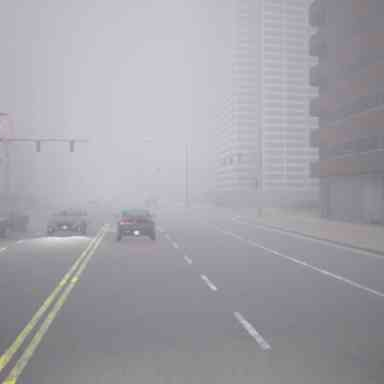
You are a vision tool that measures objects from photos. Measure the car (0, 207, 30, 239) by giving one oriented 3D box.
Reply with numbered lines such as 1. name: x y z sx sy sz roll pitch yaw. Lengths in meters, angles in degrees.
1. car: -10.328 1.589 18.007 1.882 1.535 5.008 0 -1 -10

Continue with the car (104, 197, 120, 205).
1. car: -16.025 1.878 66.991 2.033 1.411 5.357 0 0 -11

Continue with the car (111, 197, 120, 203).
1. car: -18.905 1.934 82.195 2.128 1.511 4.902 0 0 -11

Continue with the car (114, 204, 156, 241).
1. car: -2.945 1.591 17.307 1.837 1.490 4.892 0 0 -11

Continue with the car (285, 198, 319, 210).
1. car: 15.525 1.749 44.838 4.718 1.301 1.895 0 0 -11

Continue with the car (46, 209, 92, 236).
1. car: -7.020 1.672 19.380 1.994 1.385 4.181 0 0 -10

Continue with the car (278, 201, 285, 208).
1. car: 15.013 1.642 48.301 5.008 1.535 1.882 0 0 -11

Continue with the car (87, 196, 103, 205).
1. car: -19.451 1.897 66.271 1.994 1.385 4.181 0 0 -11

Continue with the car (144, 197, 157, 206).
1. car: -7.396 1.631 59.583 2.097 1.767 4.553 0 0 -11
